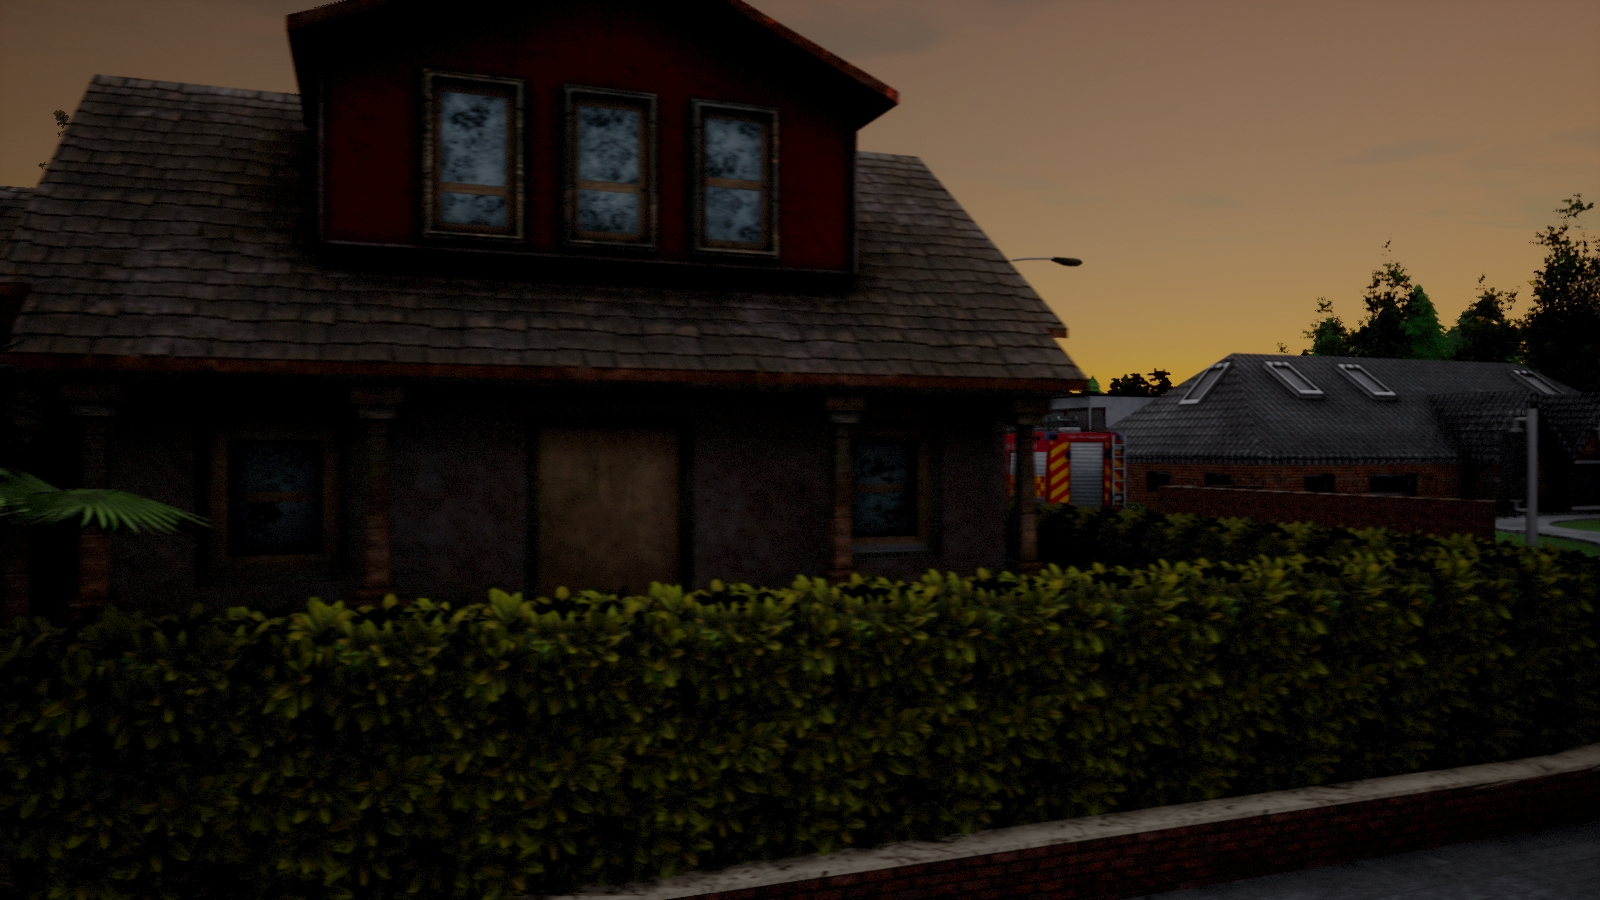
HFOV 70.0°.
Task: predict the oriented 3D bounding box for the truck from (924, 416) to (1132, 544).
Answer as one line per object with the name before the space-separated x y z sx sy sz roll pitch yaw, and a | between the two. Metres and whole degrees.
truck | 7.377 0.892 38.578 2.891 3.827 8.468 0 0 -20
